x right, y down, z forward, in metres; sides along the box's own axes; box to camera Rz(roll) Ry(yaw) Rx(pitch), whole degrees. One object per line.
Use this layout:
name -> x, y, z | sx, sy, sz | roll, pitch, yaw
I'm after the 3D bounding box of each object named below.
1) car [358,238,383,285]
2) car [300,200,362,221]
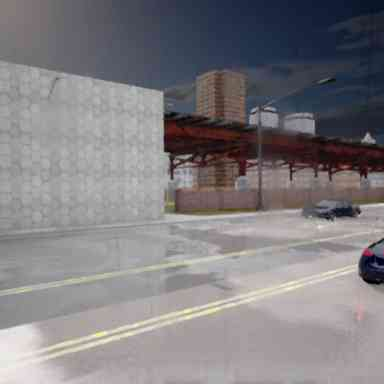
car -> 5.842, 1.445, 7.946 | 4.181, 1.385, 1.994 | -1, 1, -36
car -> 10.252, 1.261, 24.255 | 5.357, 1.411, 2.033 | -1, 1, -36
